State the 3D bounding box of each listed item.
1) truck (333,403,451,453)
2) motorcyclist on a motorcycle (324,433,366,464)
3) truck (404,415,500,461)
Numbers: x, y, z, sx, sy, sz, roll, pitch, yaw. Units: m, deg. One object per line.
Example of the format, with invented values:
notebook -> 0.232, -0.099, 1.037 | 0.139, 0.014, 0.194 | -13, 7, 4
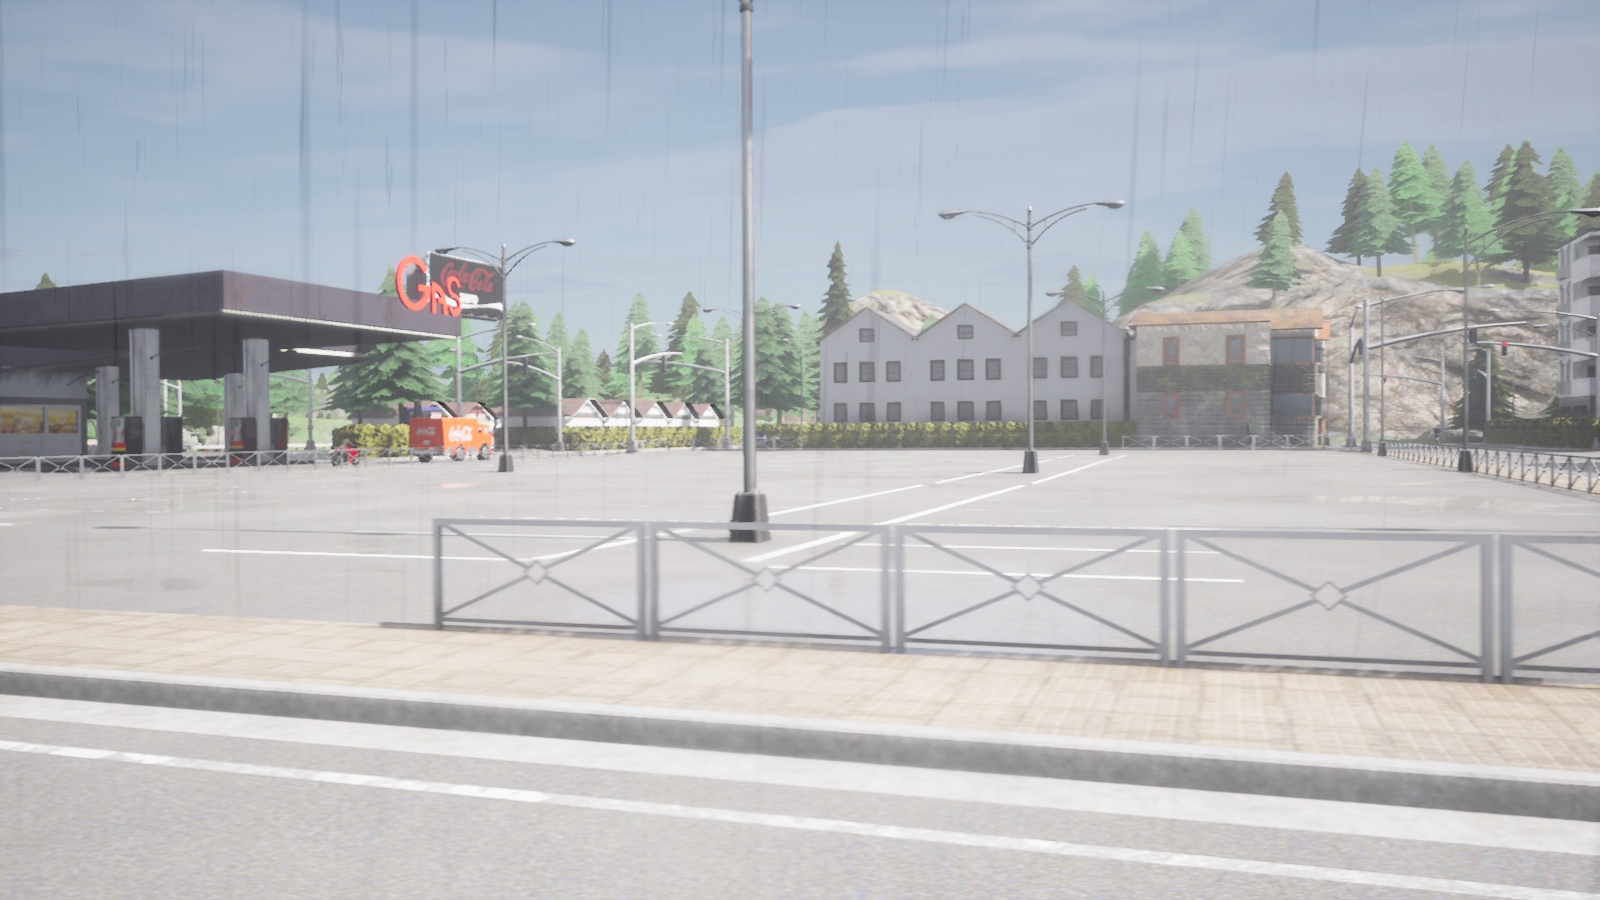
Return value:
truck -> -29.776, -1.629, 91.698 | 7.936, 3.462, 2.891 | -1, 2, 19
motorcyclist on a motorcycle -> -22.183, -0.090, 61.234 | 0.797, 1.523, 2.044 | 0, 1, 19
truck -> -19.207, -0.683, 69.633 | 2.627, 2.467, 5.204 | 0, 1, 19
